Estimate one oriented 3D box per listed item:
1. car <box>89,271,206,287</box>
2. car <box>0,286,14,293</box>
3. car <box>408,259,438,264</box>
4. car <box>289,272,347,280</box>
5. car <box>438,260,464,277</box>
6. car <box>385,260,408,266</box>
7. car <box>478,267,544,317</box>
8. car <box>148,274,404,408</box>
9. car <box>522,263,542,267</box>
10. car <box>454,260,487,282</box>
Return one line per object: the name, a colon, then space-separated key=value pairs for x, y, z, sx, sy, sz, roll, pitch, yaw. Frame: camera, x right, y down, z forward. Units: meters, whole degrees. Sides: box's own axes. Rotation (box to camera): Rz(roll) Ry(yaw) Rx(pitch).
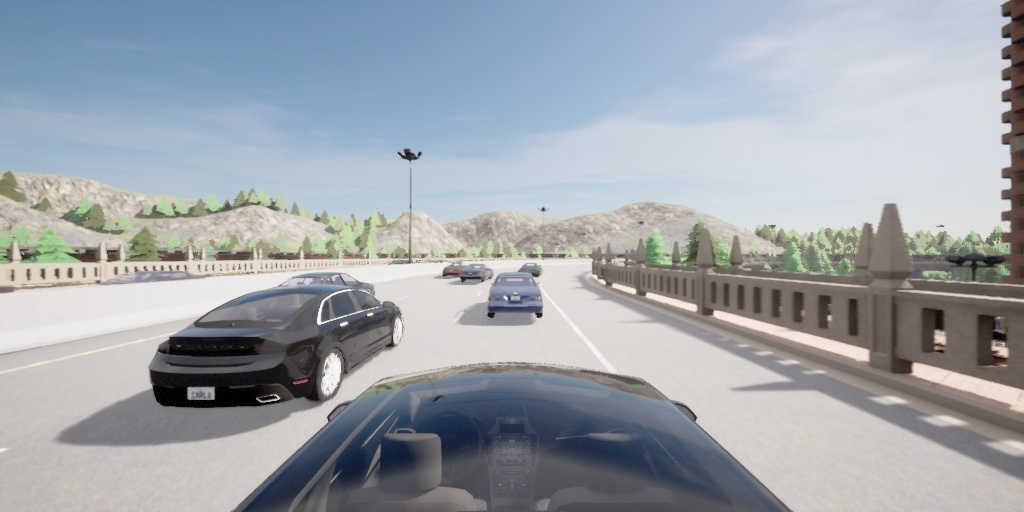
car: x=-14.066 y=1.299 z=14.012 sx=2.033 sy=1.411 sz=5.357 roll=0 pitch=0 yaw=0
car: x=-17.589 y=1.299 z=9.678 sx=2.033 sy=1.411 sz=5.357 roll=0 pitch=0 yaw=0
car: x=-12.050 y=1.243 z=50.867 sx=2.128 sy=1.511 sz=4.902 roll=0 pitch=0 yaw=18
car: x=-6.893 y=1.298 z=13.277 sx=2.033 sy=1.411 sz=5.357 roll=0 pitch=0 yaw=0
car: x=-5.202 y=1.315 z=34.673 sx=1.994 sy=1.385 sz=4.181 roll=0 pitch=0 yaw=10
car: x=-15.883 y=1.256 z=50.418 sx=1.837 sy=1.490 sz=4.892 roll=0 pitch=0 yaw=18
car: x=0.107 y=1.298 z=13.143 sx=2.033 sy=1.411 sz=5.357 roll=0 pitch=0 yaw=0
car: x=-3.397 y=1.255 z=6.345 sx=1.837 sy=1.490 sz=4.892 roll=0 pitch=0 yaw=0
car: x=1.878 y=1.315 z=34.588 sx=1.994 sy=1.385 sz=4.181 roll=0 pitch=0 yaw=11
car: x=-2.697 y=1.299 z=28.371 sx=2.033 sy=1.411 sz=5.357 roll=0 pitch=0 yaw=7
